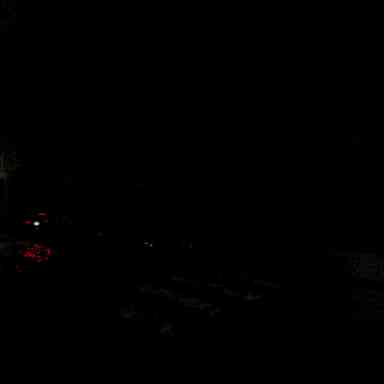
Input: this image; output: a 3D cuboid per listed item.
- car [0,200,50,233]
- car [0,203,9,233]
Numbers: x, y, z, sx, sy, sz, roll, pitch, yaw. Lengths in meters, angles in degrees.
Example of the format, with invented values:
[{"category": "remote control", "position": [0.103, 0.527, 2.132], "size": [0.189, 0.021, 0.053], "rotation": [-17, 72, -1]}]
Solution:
[{"category": "car", "position": [-9.259, 1.203, 17.452], "size": [4.892, 1.490, 1.837], "rotation": [2, 0, 40]}, {"category": "car", "position": [-10.198, 1.218, 14.381], "size": [5.357, 1.411, 2.033], "rotation": [2, 0, 40]}]
